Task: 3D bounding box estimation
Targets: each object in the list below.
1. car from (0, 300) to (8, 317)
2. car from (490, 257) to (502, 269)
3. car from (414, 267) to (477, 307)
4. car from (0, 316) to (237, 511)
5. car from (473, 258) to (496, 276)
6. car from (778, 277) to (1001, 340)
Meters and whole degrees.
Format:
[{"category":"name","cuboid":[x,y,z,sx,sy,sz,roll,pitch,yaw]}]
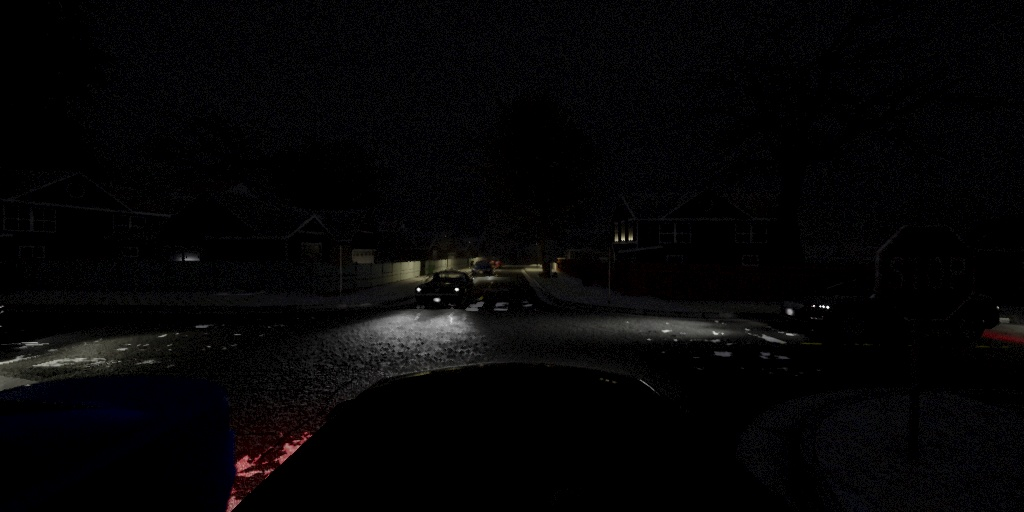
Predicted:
[{"category":"car","cuboid":[-13.295,1.113,7.123,5.008,1.535,1.882,0,1,1]},{"category":"car","cuboid":[-2.711,0.936,53.251,2.097,1.767,4.553,0,0,4]},{"category":"car","cuboid":[-2.821,1.344,15.712,1.895,1.301,4.718,0,0,0]},{"category":"car","cuboid":[-2.736,1.230,0.237,1.882,1.535,5.008,0,0,0]},{"category":"car","cuboid":[-2.906,1.245,35.930,1.812,1.442,4.674,0,0,0]},{"category":"car","cuboid":[10.312,1.360,10.042,4.902,1.511,2.128,1,1,2]}]
